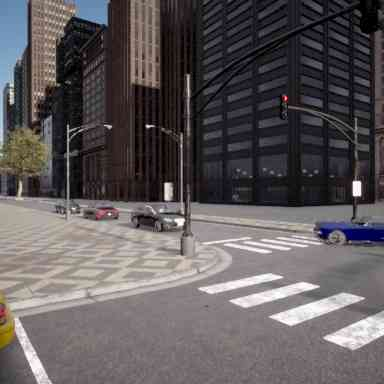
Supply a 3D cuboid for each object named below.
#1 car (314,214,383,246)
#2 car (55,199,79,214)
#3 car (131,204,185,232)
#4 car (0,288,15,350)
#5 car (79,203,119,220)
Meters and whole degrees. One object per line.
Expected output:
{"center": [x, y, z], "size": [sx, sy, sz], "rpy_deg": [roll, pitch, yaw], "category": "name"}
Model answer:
{"center": [7.727, 1.609, 14.254], "size": [4.718, 1.301, 1.895], "rpy_deg": [0, 0, 15], "category": "car"}
{"center": [-13.852, 1.597, 36.935], "size": [1.837, 1.490, 4.892], "rpy_deg": [0, 0, -36], "category": "car"}
{"center": [-2.079, 1.534, 20.561], "size": [2.128, 1.511, 4.902], "rpy_deg": [0, 0, -36], "category": "car"}
{"center": [-4.573, 1.525, 3.388], "size": [4.829, 1.417, 1.752], "rpy_deg": [0, 0, -36], "category": "car"}
{"center": [-7.830, 1.630, 28.560], "size": [1.994, 1.385, 4.181], "rpy_deg": [0, 0, -35], "category": "car"}
